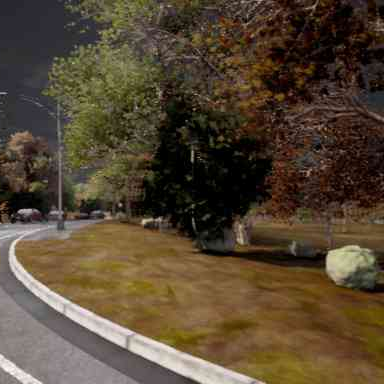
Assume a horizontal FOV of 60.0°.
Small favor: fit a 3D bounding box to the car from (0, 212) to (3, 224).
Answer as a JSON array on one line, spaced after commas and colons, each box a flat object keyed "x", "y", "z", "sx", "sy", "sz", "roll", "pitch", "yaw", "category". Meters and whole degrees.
[{"x": -16.012, "y": 1.878, "z": 24.872, "sx": 2.128, "sy": 1.511, "sz": 4.902, "roll": -1, "pitch": -2, "yaw": -6, "category": "car"}]

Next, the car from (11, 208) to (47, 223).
[{"x": -17.067, "y": 2.433, "z": 34.602, "sx": 1.812, "sy": 1.442, "sz": 4.674, "roll": -1, "pitch": -4, "yaw": -7, "category": "car"}]

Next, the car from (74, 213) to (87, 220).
[{"x": -19.771, "y": 4.454, "z": 59.710, "sx": 1.895, "sy": 1.301, "sz": 4.718, "roll": -1, "pitch": -4, "yaw": -6, "category": "car"}]

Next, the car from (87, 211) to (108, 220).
[{"x": -15.640, "y": 3.929, "z": 55.140, "sx": 1.837, "sy": 1.490, "sz": 4.892, "roll": -1, "pitch": -4, "yaw": -7, "category": "car"}]

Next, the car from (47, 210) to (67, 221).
[{"x": -18.142, "y": 3.183, "z": 44.498, "sx": 1.812, "sy": 1.442, "sz": 4.674, "roll": -1, "pitch": -4, "yaw": -6, "category": "car"}]

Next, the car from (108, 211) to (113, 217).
[{"x": -16.940, "y": 4.659, "z": 66.311, "sx": 2.097, "sy": 1.767, "sz": 4.553, "roll": -1, "pitch": -4, "yaw": -5, "category": "car"}]
